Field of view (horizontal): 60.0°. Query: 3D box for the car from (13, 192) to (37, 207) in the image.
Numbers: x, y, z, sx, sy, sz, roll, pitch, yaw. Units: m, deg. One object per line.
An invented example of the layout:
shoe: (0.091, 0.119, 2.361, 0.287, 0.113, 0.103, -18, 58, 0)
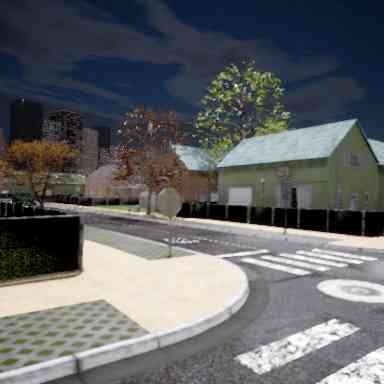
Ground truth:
car: (-22.360, 1.086, 44.389, 2.150, 2.045, 5.566, 2, -1, -37)
